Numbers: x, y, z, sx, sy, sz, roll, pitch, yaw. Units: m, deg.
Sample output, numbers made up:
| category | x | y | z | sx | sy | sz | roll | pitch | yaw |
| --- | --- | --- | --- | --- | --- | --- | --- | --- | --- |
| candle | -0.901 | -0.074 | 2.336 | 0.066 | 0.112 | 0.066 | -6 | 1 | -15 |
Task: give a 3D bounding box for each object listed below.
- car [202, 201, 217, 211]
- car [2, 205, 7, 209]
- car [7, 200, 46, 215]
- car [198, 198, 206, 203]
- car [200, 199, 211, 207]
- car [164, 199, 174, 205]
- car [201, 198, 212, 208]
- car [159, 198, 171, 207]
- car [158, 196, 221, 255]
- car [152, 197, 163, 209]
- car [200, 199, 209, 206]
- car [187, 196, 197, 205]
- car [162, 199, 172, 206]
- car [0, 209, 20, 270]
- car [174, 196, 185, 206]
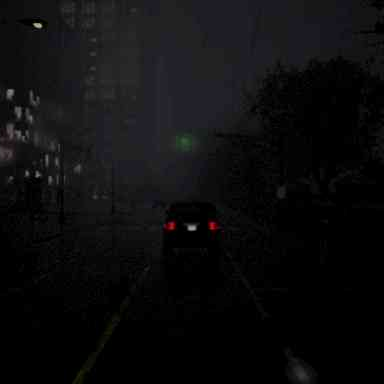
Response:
| category | x | y | z | sx | sy | sz | roll | pitch | yaw |
| --- | --- | --- | --- | --- | --- | --- | --- | --- | --- |
| car | 2.573 | 2.003 | 49.034 | 2.008 | 1.369 | 4.403 | 0 | -1 | 0 |
| car | -17.757 | 1.638 | 26.883 | 4.206 | 1.307 | 1.802 | 1 | -1 | 1 |
| car | -17.610 | 1.570 | 34.765 | 4.097 | 1.590 | 1.967 | 1 | -1 | 1 |
| car | 2.763 | 2.334 | 92.273 | 1.837 | 1.490 | 4.892 | 0 | 0 | 0 |
| car | 2.575 | 2.165 | 65.669 | 1.947 | 1.339 | 4.313 | 0 | 0 | 0 |
| car | -5.304 | 2.261 | 76.767 | 1.947 | 1.339 | 4.313 | 0 | 0 | 0 |
| car | 2.574 | 1.991 | 60.125 | 1.967 | 1.590 | 4.097 | 0 | 0 | 0 |
| car | -5.306 | 2.039 | 65.679 | 1.967 | 1.590 | 4.097 | 0 | -1 | 0 |
| car | 0.003 | 1.350 | 14.044 | 2.150 | 2.045 | 5.566 | 0 | 0 | 0 |
| car | -5.307 | 1.817 | 54.591 | 2.192 | 1.841 | 5.009 | 0 | -1 | 0 |
| car | 2.576 | 2.175 | 71.384 | 1.752 | 1.417 | 4.829 | 0 | 0 | 0 |
| car | 0.011 | 1.882 | 75.338 | 2.150 | 2.045 | 5.566 | 0 | 0 | 0 |
| car | -5.305 | 2.192 | 71.223 | 1.887 | 1.381 | 4.507 | 0 | 0 | 0 |
| car | -5.314 | 1.368 | 5.538 | 2.192 | 1.841 | 5.009 | 0 | -1 | 0 |
| car | -2.739 | 1.892 | 73.423 | 2.150 | 2.045 | 5.566 | 0 | 0 | 0 |
